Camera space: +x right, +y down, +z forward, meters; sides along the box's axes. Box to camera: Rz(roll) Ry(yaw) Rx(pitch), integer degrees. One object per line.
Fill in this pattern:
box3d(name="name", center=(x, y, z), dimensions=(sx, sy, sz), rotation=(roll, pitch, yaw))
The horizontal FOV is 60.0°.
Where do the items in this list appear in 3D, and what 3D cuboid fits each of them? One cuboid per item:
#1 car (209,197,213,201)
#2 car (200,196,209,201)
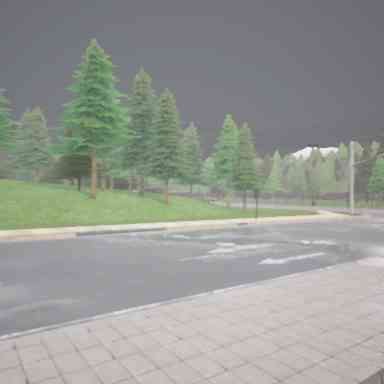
box3d(name="car", center=(3.926, 1.811, 83.896), dimensions=(1.882, 1.535, 5.008), rotation=(1, 0, -35))
box3d(name="car", center=(1.061, 1.840, 81.885), dimensions=(2.033, 1.411, 5.357), rotation=(1, 0, -35))
